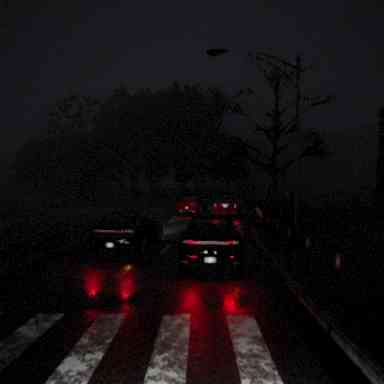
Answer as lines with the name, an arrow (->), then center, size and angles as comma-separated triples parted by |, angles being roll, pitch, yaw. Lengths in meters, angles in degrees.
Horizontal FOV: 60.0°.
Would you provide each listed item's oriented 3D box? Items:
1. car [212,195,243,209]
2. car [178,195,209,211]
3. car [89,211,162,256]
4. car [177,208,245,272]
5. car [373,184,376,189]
car -> 2.959, 1.013, 27.240 | 2.097, 1.767, 4.553 | 1, 2, 12
car -> 0.205, 1.029, 29.539 | 1.882, 1.535, 5.008 | 1, 3, 15
car -> -2.421, 1.477, 13.164 | 2.128, 1.511, 4.902 | 0, 0, 6
car -> 0.632, 1.506, 10.861 | 2.128, 1.511, 4.902 | 0, 0, 4
car -> 39.202, -1.454, 67.756 | 2.185, 1.767, 4.553 | -1, 4, -11
